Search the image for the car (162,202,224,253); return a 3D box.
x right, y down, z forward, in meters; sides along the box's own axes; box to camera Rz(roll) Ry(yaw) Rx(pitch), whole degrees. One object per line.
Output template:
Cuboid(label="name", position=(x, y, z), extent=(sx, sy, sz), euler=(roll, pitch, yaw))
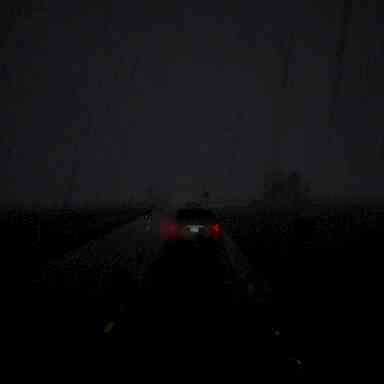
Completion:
Cuboid(label="car", position=(0.091, 1.352, 13.756), extent=(2.097, 1.767, 4.553), euler=(0, 0, 0))

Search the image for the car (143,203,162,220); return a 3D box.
Cuboid(label="car", position=(-2.838, 1.572, 27.763), extent=(1.994, 1.385, 4.181), euler=(0, 0, 0))

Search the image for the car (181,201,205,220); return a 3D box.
Cuboid(label="car", position=(0.096, 1.573, 28.955), extent=(1.994, 1.385, 4.181), euler=(0, 0, 0))
